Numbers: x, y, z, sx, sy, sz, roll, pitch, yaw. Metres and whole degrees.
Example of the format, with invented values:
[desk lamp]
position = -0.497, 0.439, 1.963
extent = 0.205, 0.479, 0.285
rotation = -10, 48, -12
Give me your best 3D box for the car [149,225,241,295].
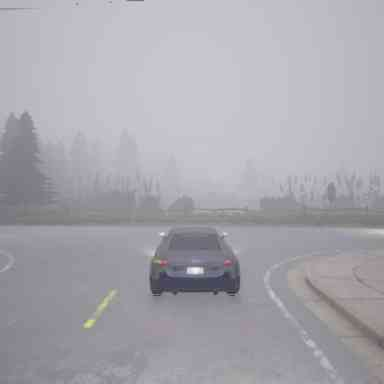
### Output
[car]
position = 0.046, 1.550, 8.700
extent = 1.994, 1.385, 4.181
rotation = 0, 0, -1
